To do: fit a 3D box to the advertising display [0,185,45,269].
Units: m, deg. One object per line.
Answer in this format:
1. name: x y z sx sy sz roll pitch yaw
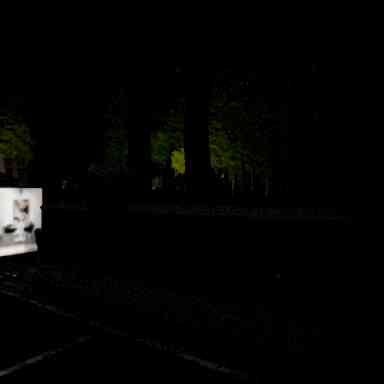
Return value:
1. advertising display: -5.349 1.024 10.303 0.280 2.440 1.540 0 0 36
